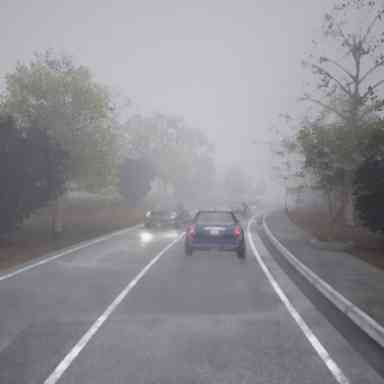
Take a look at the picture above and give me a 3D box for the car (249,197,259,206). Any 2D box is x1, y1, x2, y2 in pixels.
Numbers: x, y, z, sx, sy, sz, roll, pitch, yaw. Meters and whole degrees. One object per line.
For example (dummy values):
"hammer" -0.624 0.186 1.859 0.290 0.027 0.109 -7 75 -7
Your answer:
"car" 11.078 1.719 61.335 1.837 1.490 4.892 2 0 23

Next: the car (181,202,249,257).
"car" 0.988 1.396 13.440 2.097 1.767 4.553 1 0 6

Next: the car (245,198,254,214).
"car" 4.749 1.673 33.675 2.033 1.411 5.357 1 0 15

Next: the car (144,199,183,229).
"car" -1.555 1.371 21.888 2.097 1.767 4.553 1 0 10
